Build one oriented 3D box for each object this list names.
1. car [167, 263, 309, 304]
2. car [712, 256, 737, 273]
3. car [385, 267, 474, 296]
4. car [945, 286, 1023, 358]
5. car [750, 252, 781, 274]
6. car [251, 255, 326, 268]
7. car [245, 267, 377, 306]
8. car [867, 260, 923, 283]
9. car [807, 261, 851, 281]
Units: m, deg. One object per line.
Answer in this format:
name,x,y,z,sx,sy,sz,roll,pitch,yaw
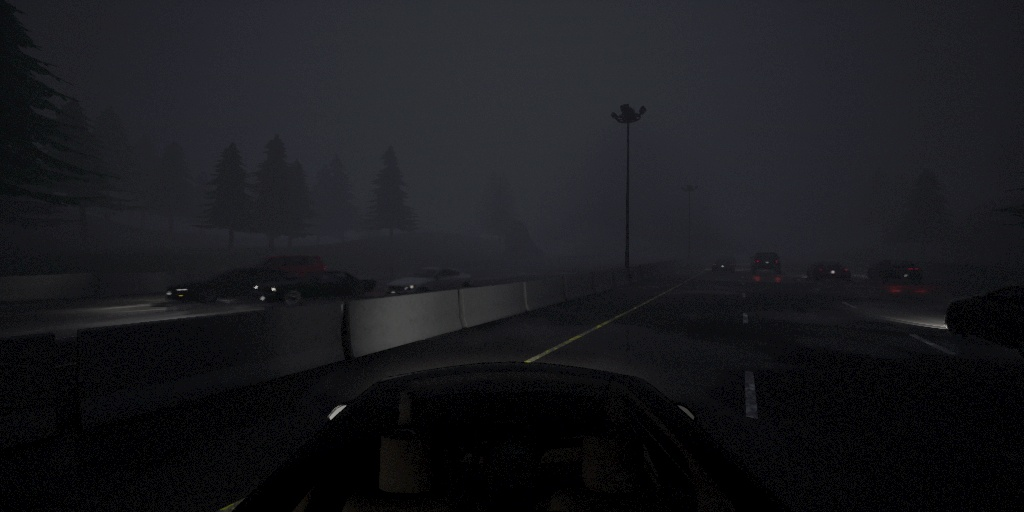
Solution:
car,-12.380,1.240,16.348,1.837,1.490,4.892,0,0,33
car,21.885,0.955,37.088,1.994,1.385,4.181,0,1,33
car,-3.700,1.251,16.928,1.812,1.442,4.674,0,0,33
car,11.227,1.301,7.418,1.994,1.385,4.181,0,0,33
car,24.460,0.627,34.612,2.150,2.045,5.566,0,1,32
car,-13.695,0.947,20.789,2.150,2.045,5.566,0,0,33
car,-8.541,1.335,15.854,1.895,1.301,4.718,0,0,33
car,26.726,1.012,25.164,2.128,1.511,4.902,0,1,33
car,23.707,1.085,26.940,1.994,1.385,4.181,0,1,33
